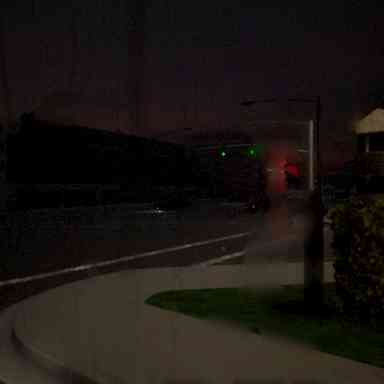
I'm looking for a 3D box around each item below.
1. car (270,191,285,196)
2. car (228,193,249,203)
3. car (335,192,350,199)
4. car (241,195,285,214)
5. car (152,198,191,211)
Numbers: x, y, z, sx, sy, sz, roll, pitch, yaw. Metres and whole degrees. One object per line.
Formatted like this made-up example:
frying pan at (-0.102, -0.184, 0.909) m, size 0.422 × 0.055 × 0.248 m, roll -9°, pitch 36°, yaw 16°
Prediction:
car at (16.807, 0.646, 65.492) m, size 2.128 × 1.511 × 4.902 m, roll 0°, pitch 0°, yaw 36°
car at (7.479, 0.973, 52.382) m, size 1.812 × 1.442 × 4.674 m, roll 0°, pitch 2°, yaw 35°
car at (29.557, 0.700, 65.325) m, size 2.033 × 1.411 × 5.357 m, roll 0°, pitch 0°, yaw 35°
car at (7.318, 1.383, 33.785) m, size 2.033 × 1.411 × 5.357 m, roll 0°, pitch 1°, yaw 35°
car at (-2.231, 1.384, 38.622) m, size 2.033 × 1.411 × 5.357 m, roll 0°, pitch 1°, yaw 35°
